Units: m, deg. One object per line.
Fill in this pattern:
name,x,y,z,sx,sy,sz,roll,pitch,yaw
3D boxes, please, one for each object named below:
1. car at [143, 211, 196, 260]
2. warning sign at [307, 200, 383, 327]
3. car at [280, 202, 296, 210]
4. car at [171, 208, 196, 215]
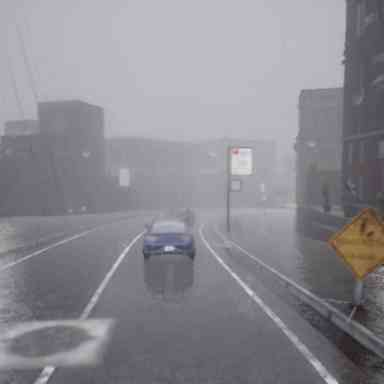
car,-0.900,1.679,13.027,1.812,1.442,4.674,0,-1,-4
warning sign,2.917,1.157,5.715,1.300,1.860,1.060,4,3,-5
car,19.441,2.780,65.465,5.008,1.535,1.882,2,2,-34
car,-0.822,1.958,27.393,1.895,1.301,4.718,0,-1,7
